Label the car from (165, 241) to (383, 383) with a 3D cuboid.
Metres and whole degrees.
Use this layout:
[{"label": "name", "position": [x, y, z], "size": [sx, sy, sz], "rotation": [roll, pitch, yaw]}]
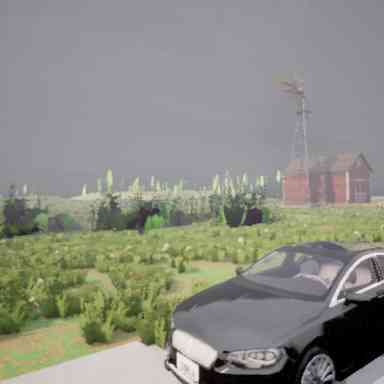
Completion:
[{"label": "car", "position": [1.910, 1.554, 4.942], "size": [4.902, 1.511, 2.128], "rotation": [0, -1, -37]}]
